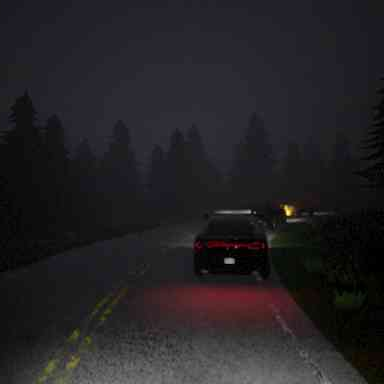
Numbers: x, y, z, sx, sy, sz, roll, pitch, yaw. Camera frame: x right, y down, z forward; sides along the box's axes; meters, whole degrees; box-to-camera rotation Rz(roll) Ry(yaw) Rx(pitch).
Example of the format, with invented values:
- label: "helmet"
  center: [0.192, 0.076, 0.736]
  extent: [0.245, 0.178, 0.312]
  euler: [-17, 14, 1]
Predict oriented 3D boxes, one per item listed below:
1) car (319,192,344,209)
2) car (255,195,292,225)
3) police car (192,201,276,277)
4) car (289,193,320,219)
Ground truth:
- label: "car"
  center: [13.164, 1.035, 34.172]
  extent: [5.566, 2.045, 2.150]
  euler: [2, -5, -30]
- label: "car"
  center: [4.023, 1.205, 18.691]
  extent: [1.837, 1.490, 4.892]
  euler: [-2, 0, 27]
- label: "police car"
  center: [1.235, 1.303, 10.044]
  extent: [1.930, 1.638, 5.238]
  euler: [-1, 1, 9]
- label: "car"
  center: [7.076, 1.009, 23.526]
  extent: [1.801, 1.575, 5.366]
  euler: [-3, -1, 38]
